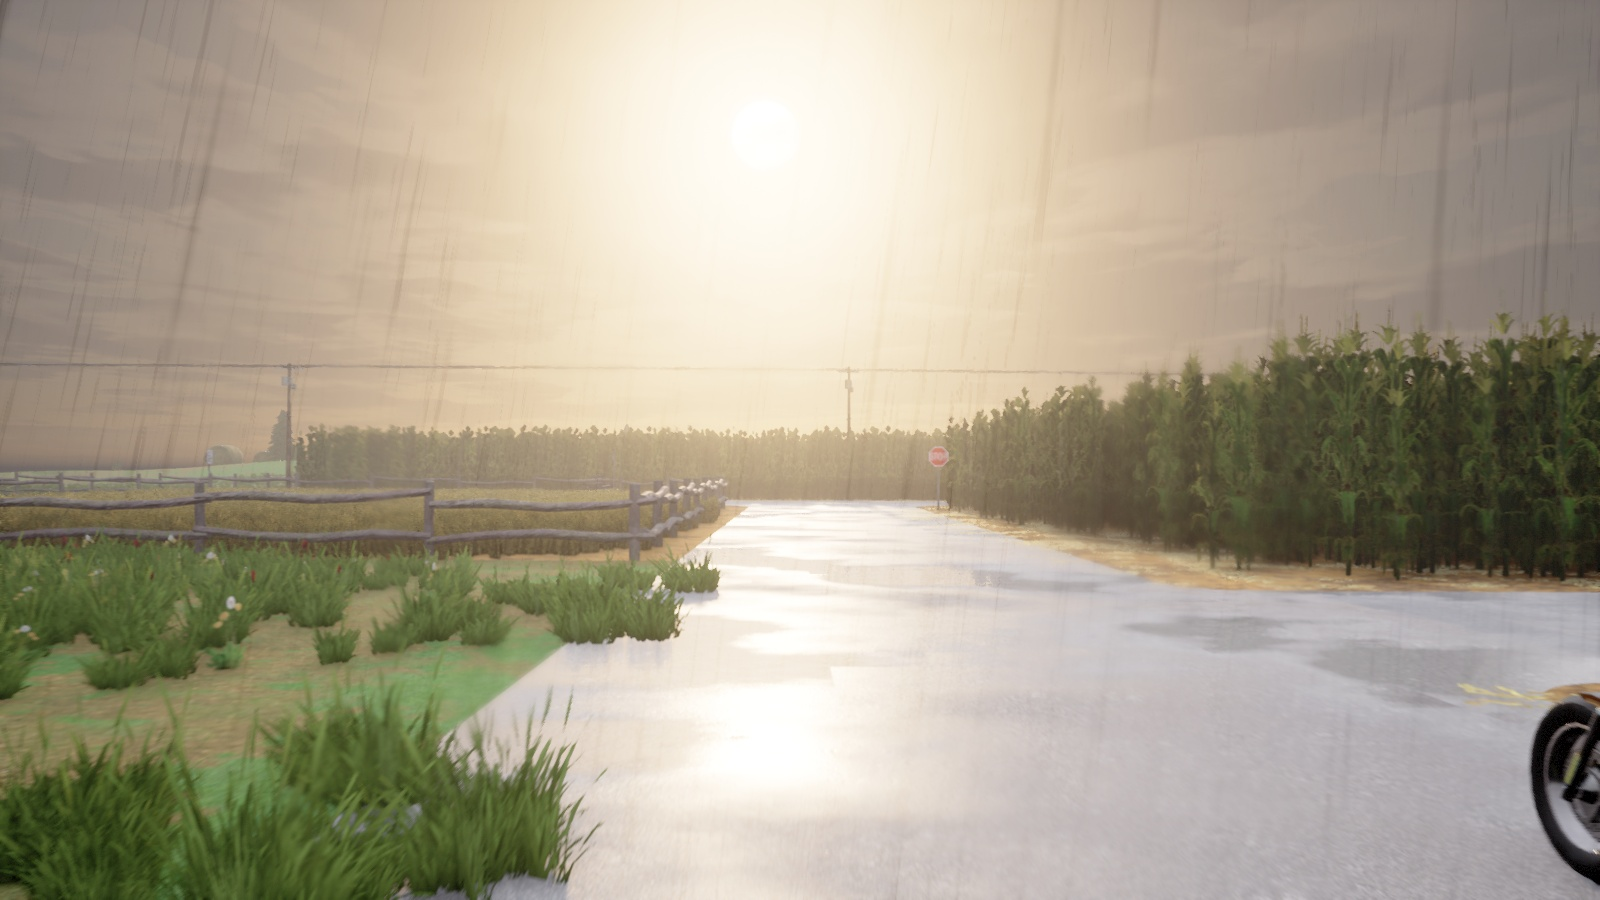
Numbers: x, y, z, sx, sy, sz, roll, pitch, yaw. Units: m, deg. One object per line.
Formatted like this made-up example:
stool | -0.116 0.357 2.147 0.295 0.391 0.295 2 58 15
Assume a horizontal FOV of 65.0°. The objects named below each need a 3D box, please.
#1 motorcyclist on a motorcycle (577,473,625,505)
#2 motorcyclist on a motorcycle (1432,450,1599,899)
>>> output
motorcyclist on a motorcycle | -9.648 1.910 61.050 2.191 1.530 0.866 0 -1 0
motorcyclist on a motorcycle | 3.091 0.823 4.183 0.766 1.649 2.350 0 -1 0
